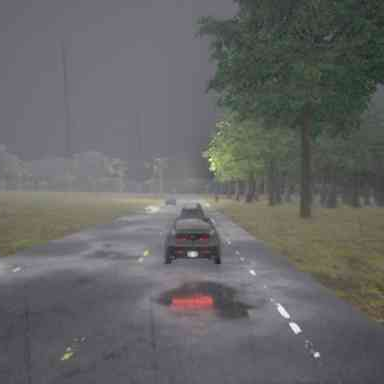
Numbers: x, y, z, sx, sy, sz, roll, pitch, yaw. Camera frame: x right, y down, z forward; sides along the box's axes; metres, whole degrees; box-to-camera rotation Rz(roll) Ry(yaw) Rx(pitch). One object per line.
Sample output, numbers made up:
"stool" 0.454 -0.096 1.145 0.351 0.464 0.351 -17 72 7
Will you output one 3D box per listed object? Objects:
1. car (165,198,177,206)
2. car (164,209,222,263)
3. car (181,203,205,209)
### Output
"car" -3.568 1.683 56.662 2.033 1.411 5.357 0 1 1
"car" 0.043 1.607 12.352 1.837 1.490 4.892 0 0 1
"car" 0.047 1.656 28.524 1.882 1.535 5.008 0 0 0
